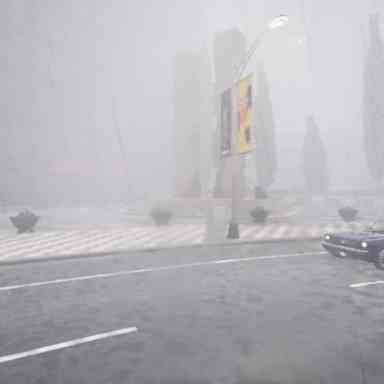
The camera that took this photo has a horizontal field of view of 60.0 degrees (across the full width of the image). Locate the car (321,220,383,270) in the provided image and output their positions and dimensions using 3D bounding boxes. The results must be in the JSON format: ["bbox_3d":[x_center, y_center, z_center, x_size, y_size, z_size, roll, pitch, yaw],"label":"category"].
[{"bbox_3d":[6.603,1.556,10.675,4.718,1.301,1.895,0,0,-19],"label":"car"}]
